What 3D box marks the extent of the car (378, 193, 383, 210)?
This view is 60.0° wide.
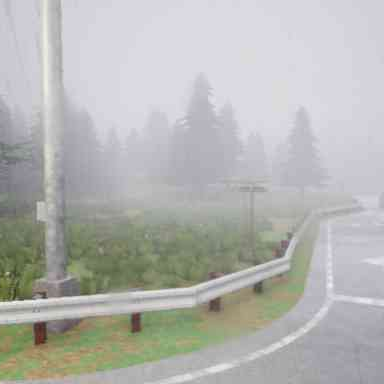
[{"bbox_3d":[17.998,0.760,29.929,2.128,1.511,4.902,0,1,24],"label":"car"}]
